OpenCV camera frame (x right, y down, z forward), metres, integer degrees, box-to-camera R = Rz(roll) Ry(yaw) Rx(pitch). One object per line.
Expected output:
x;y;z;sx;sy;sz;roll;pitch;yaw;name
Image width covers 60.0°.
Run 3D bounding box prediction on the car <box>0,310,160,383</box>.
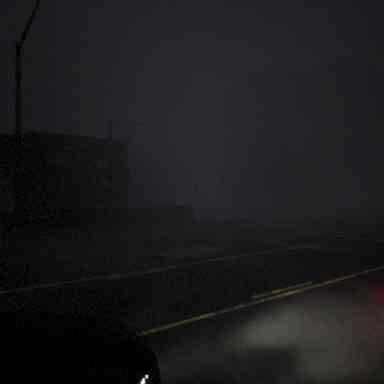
-2.494;1.492;1.985;4.902;1.511;2.128;0;0;-35;car
